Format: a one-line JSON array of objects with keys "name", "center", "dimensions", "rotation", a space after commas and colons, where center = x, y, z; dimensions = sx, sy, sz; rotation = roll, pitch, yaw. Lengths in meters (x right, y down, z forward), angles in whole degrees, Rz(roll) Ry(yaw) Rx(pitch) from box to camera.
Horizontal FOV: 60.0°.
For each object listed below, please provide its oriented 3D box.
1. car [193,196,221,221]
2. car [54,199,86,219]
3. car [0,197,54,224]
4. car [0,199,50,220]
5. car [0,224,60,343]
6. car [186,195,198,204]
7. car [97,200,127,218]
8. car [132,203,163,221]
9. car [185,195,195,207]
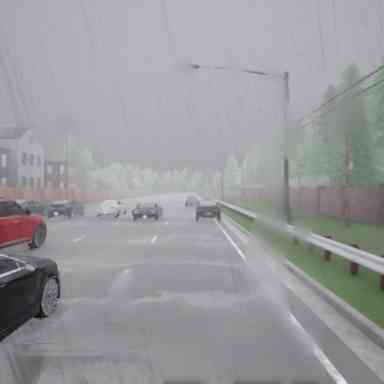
[{"name": "car", "center": [1.225, 1.362, 26.392], "dimensions": [1.882, 1.535, 5.008], "rotation": [0, 0, 0]}, {"name": "car", "center": [-10.400, 1.382, 27.893], "dimensions": [1.837, 1.490, 4.892], "rotation": [0, 0, 0]}, {"name": "car", "center": [-6.900, 1.172, 10.980], "dimensions": [2.150, 2.045, 5.566], "rotation": [0, 0, 0]}, {"name": "car", "center": [-13.899, 1.381, 27.908], "dimensions": [1.837, 1.490, 4.892], "rotation": [0, 0, 0]}, {"name": "car", "center": [-3.400, 1.472, 4.388], "dimensions": [2.128, 1.511, 4.902], "rotation": [0, 0, 0]}, {"name": "car", "center": [0.001, 1.285, 59.627], "dimensions": [2.033, 1.411, 5.357], "rotation": [0, 0, 0]}, {"name": "car", "center": [-6.914, 1.398, 28.821], "dimensions": [1.812, 1.442, 4.674], "rotation": [0, 0, 0]}, {"name": "car", "center": [-3.399, 1.485, 26.264], "dimensions": [1.895, 1.301, 4.718], "rotation": [0, 0, 0]}, {"name": "car", "center": [0.012, 1.356, 47.301], "dimensions": [1.994, 1.385, 4.181], "rotation": [0, 0, 1]}]
